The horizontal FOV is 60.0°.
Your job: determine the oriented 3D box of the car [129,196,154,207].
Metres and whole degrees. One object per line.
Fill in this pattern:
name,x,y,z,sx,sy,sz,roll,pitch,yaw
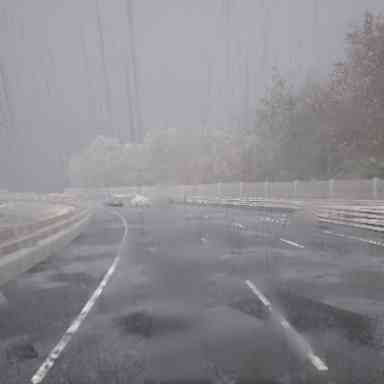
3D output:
car,-7.282,1.308,46.151,1.812,1.442,4.674,0,0,-25

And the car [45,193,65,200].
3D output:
car,-30.670,1.020,73.526,5.008,1.535,1.882,0,0,43

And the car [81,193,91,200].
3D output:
car,-25.667,1.022,78.422,4.902,1.511,2.128,0,0,43

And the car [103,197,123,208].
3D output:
car,-10.882,1.364,45.512,1.994,1.385,4.181,0,0,-26

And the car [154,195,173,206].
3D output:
car,-4.377,1.238,48.176,1.882,1.535,5.008,0,0,-26

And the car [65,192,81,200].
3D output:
car,-28.147,0.875,75.953,4.553,1.767,2.097,0,0,43
